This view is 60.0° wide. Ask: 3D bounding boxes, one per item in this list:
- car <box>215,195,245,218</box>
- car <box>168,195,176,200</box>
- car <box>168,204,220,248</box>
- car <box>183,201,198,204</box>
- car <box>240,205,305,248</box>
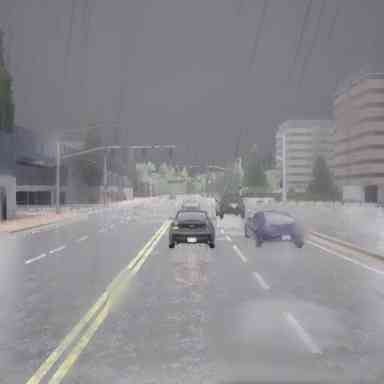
[{"bbox_3d":[3.373,1.257,29.797,2.150,2.045,5.566,0,0,-1],"label":"car"},{"bbox_3d":[-5.506,1.531,92.809,1.994,1.385,4.181,0,0,-2],"label":"car"},{"bbox_3d":[0.000,1.515,14.650,1.837,1.490,4.892,0,0,0],"label":"car"},{"bbox_3d":[-0.126,1.532,29.688,1.812,1.442,4.674,0,0,-1],"label":"car"},{"bbox_3d":[3.500,1.532,14.650,1.812,1.442,4.674,0,0,0],"label":"car"}]
